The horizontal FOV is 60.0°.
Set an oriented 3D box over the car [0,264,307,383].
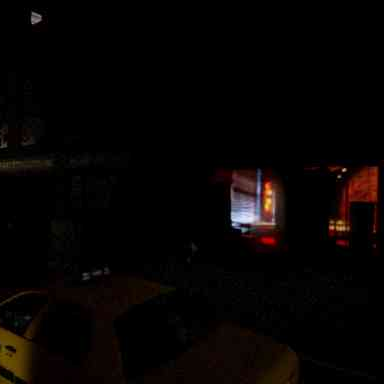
[{"bbox_3d":[-1.266,1.507,3.767,4.829,1.417,1.752,0,1,36],"label":"car"}]
